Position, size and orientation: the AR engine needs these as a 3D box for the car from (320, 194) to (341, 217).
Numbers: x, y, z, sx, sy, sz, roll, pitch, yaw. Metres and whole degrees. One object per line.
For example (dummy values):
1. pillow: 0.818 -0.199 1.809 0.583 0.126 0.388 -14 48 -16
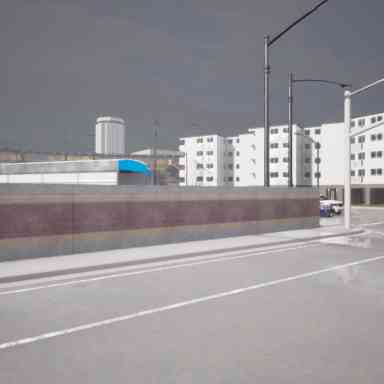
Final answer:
1. car: 10.710 1.352 30.364 2.097 1.767 4.553 0 0 -33

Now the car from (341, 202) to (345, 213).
1. car: 12.620 1.221 33.799 2.150 2.045 5.566 0 0 -35
